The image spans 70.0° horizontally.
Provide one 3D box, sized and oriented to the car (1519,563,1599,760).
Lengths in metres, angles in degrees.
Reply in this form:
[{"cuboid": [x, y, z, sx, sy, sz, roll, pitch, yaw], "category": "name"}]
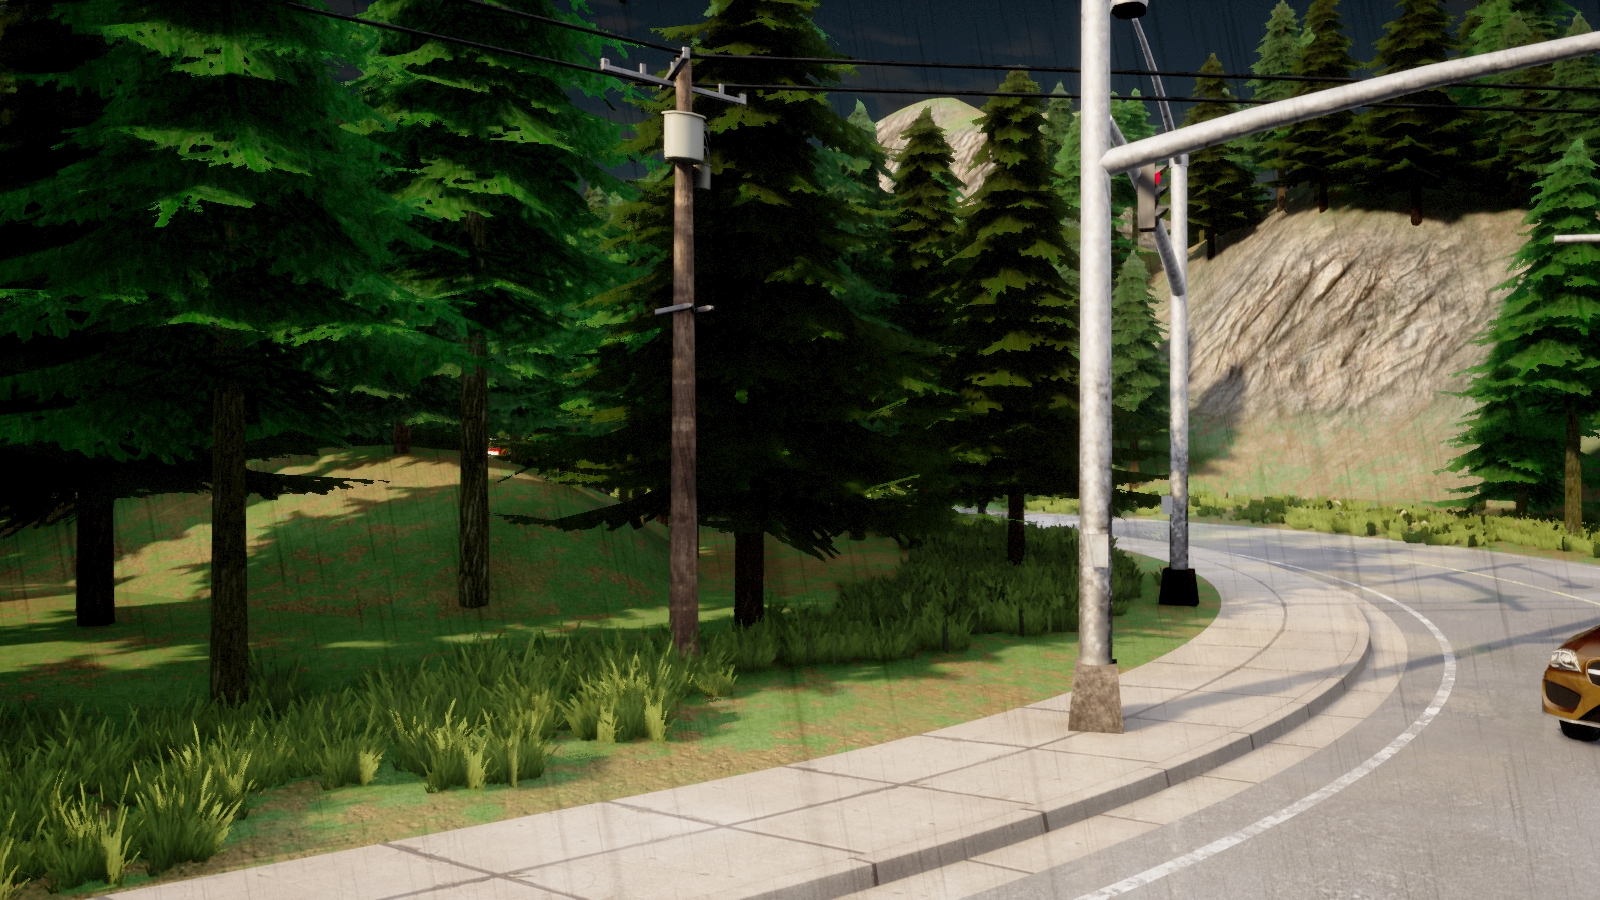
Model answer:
[{"cuboid": [9.577, 1.970, 11.147, 5.027, 1.651, 2.152, 0, 0, -29], "category": "car"}]
